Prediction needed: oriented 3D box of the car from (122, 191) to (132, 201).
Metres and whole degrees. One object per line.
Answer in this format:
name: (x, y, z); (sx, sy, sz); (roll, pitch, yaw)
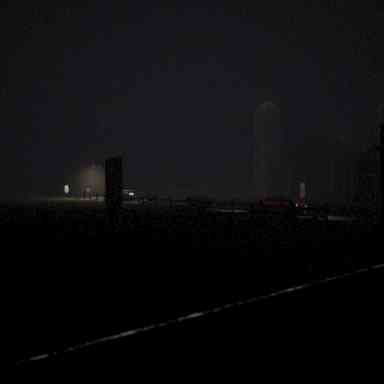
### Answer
car: (-11.383, 1.003, 58.509); (1.812, 1.442, 4.674); (-1, 1, -35)

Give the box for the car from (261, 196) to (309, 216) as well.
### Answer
car: (8.505, 1.156, 30.786); (2.097, 1.767, 4.553); (-1, 1, -36)

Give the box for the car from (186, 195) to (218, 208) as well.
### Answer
car: (1.187, 1.174, 40.944); (2.128, 1.511, 4.902); (-1, 1, -36)

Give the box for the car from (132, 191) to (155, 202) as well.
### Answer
car: (-8.146, 0.961, 58.804); (2.128, 1.511, 4.902); (-1, 1, -36)
